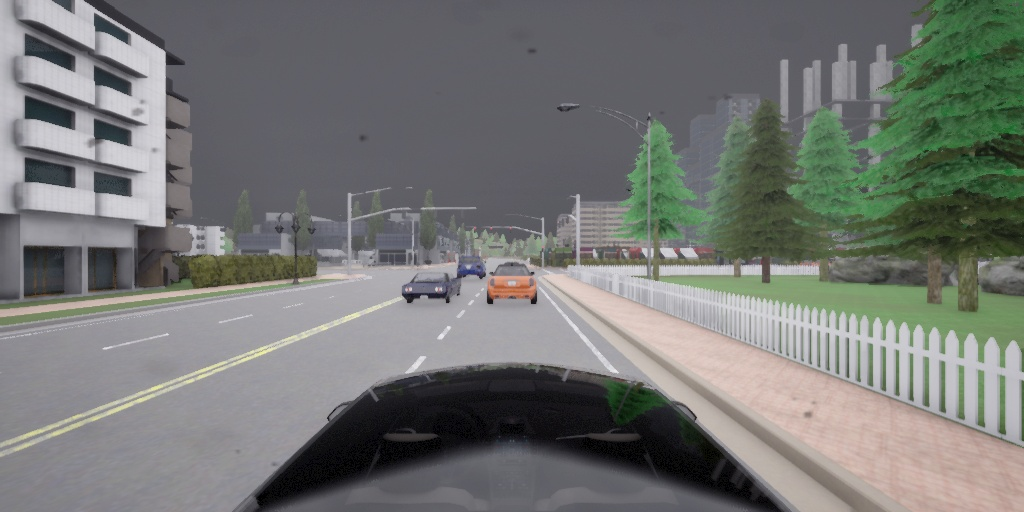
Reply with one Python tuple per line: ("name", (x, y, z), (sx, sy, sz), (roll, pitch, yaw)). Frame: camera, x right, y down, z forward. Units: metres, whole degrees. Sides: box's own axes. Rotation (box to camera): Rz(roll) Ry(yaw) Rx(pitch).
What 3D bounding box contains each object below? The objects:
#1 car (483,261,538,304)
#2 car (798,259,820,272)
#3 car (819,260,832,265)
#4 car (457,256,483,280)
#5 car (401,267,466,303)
("car", (0.000, 1.114, 16.470), (2.097, 1.767, 4.553), (0, 0, 0))
("car", (37.771, 1.115, 43.822), (4.553, 1.767, 2.097), (0, 0, -1))
("car", (37.919, 1.365, 40.325), (4.718, 1.301, 1.895), (0, 0, -1))
("car", (-3.500, 1.006, 31.530), (2.150, 2.045, 5.566), (0, 0, 0))
("car", (-3.500, 1.364, 16.530), (1.895, 1.301, 4.718), (0, 0, 0))
